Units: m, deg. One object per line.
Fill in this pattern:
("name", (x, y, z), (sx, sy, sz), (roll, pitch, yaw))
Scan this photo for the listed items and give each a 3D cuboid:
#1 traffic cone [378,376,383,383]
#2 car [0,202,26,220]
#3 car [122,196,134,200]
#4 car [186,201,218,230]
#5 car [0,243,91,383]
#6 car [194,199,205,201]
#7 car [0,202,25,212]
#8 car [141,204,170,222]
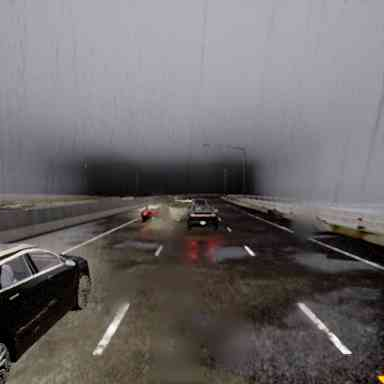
("traffic cone", (2.427, 1.966, 3.887), (0.340, 0.580, 0.340), (0, 0, 0))
("car", (-16.959, 1.611, 29.911), (1.994, 1.385, 4.181), (0, 0, 1))
("car", (-12.679, 1.553, 66.220), (1.812, 1.442, 4.674), (0, 0, 1))
("car", (0.641, 1.536, 21.170), (2.128, 1.511, 4.902), (0, 0, 1))
("car", (-2.964, 1.499, 4.867), (2.128, 1.511, 4.902), (0, 0, 0))
("car", (0.881, 1.582, 39.878), (1.837, 1.490, 4.892), (0, 0, 1))
("car", (-13.532, 1.640, 24.044), (1.895, 1.301, 4.718), (0, 0, 1))
("car", (-2.802, 1.653, 26.763), (1.895, 1.301, 4.718), (0, 0, 1))
